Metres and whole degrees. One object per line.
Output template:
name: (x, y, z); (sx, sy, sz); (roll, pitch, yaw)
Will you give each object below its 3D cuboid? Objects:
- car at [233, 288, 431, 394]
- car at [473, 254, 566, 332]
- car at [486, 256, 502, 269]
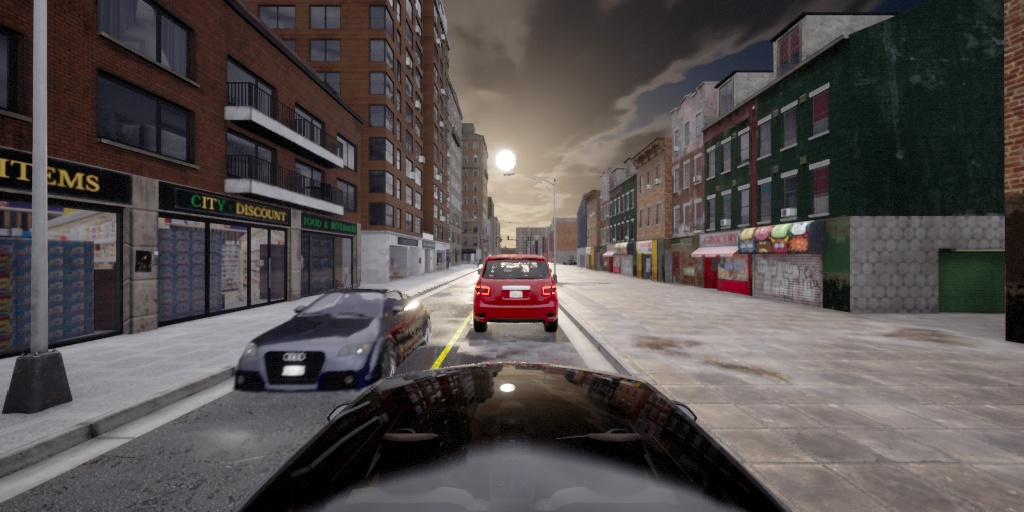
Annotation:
car: (-2.860, 1.314, 6.692); (1.994, 1.385, 4.181); (0, 0, 0)
car: (0.090, 0.972, 10.947); (2.150, 2.045, 5.566); (0, 0, 0)
car: (-2.825, 0.968, 56.964); (2.150, 2.045, 5.566); (0, 0, 0)
